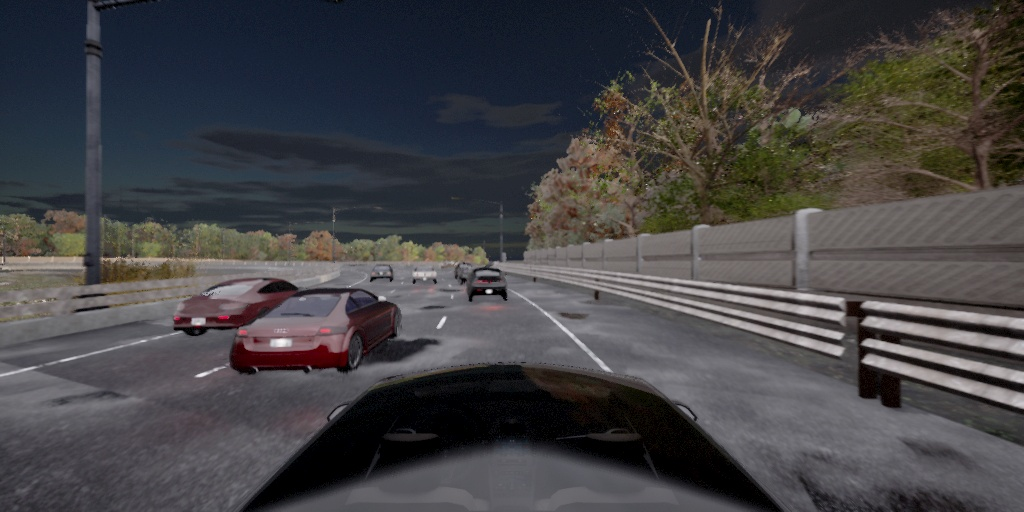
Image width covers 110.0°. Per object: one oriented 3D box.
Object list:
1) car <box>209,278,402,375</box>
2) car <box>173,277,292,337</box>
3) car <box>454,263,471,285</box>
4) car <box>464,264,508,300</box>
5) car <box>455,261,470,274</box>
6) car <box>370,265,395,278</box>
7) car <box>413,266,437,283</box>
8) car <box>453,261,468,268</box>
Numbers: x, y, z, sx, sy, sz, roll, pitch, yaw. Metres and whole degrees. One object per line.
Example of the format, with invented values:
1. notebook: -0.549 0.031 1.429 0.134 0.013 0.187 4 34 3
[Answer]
1. car: -3.781 1.362 7.711 1.994 1.385 4.181 0 0 -3
2. car: -7.445 1.357 10.608 1.812 1.442 4.674 0 0 -4
3. car: -3.202 1.484 27.780 1.895 1.301 4.718 0 0 -12
4. car: -1.350 1.336 18.223 1.837 1.490 4.892 0 0 -8
5. car: -6.516 1.468 47.872 1.882 1.535 5.008 0 0 -6
6. car: -11.424 1.494 31.728 2.033 1.411 5.357 0 0 -17
7. car: -7.370 1.518 30.159 1.895 1.301 4.718 0 0 -15
8. car: -4.717 1.433 35.466 1.837 1.490 4.892 0 0 -11
